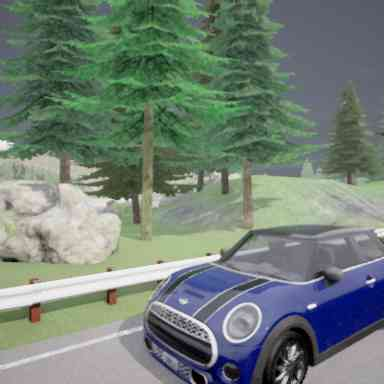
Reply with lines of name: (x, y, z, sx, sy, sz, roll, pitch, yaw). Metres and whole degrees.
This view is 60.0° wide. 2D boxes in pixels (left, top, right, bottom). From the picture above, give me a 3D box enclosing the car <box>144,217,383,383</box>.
car: (1.521, 1.344, 5.216, 4.553, 1.767, 2.097, 0, 0, -38)
